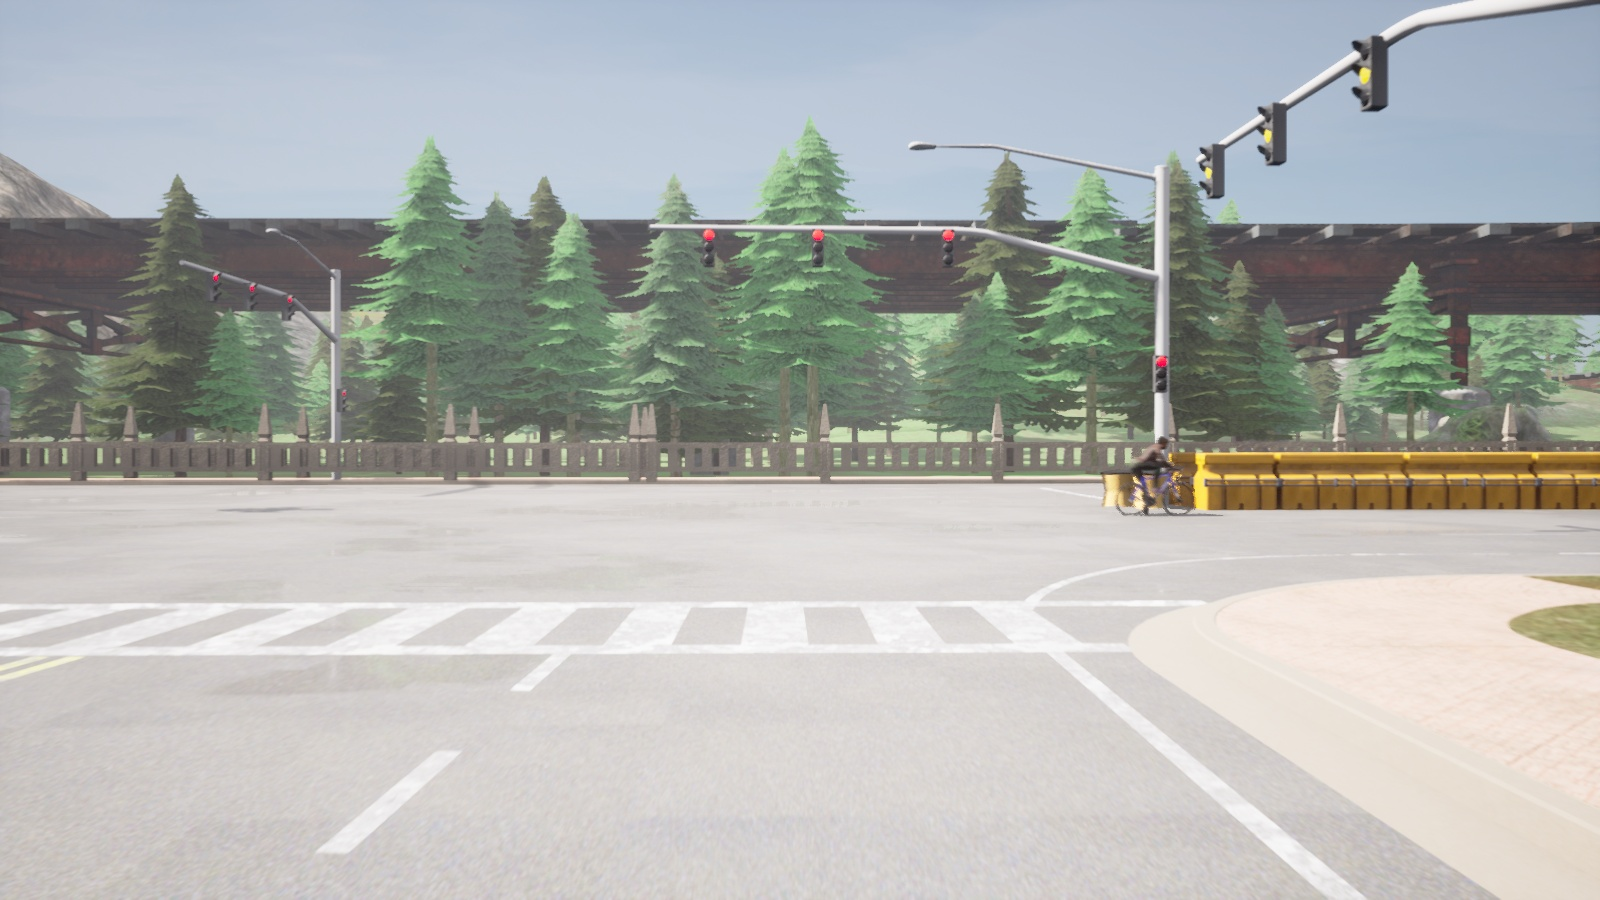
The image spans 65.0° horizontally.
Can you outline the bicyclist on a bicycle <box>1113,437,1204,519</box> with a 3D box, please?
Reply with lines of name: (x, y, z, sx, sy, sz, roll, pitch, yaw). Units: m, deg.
bicyclist on a bicycle: (7.258, 0.562, 25.443, 1.656, 1.620, 0.582, 0, 0, -1)
